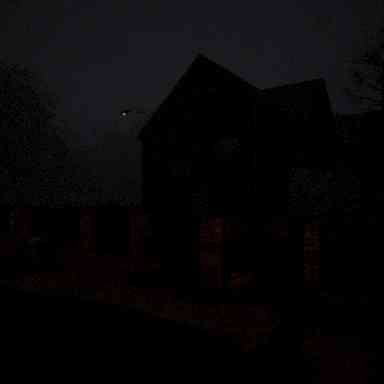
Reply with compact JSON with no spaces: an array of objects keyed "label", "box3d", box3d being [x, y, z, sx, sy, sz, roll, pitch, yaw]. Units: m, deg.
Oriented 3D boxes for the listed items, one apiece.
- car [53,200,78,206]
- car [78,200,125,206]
[{"label":"car","box3d":[-12.508,1.589,33.917,1.837,1.490,4.892,0,0,35]},{"label":"car","box3d":[-8.750,1.612,33.598,1.812,1.442,4.674,0,0,35]}]
